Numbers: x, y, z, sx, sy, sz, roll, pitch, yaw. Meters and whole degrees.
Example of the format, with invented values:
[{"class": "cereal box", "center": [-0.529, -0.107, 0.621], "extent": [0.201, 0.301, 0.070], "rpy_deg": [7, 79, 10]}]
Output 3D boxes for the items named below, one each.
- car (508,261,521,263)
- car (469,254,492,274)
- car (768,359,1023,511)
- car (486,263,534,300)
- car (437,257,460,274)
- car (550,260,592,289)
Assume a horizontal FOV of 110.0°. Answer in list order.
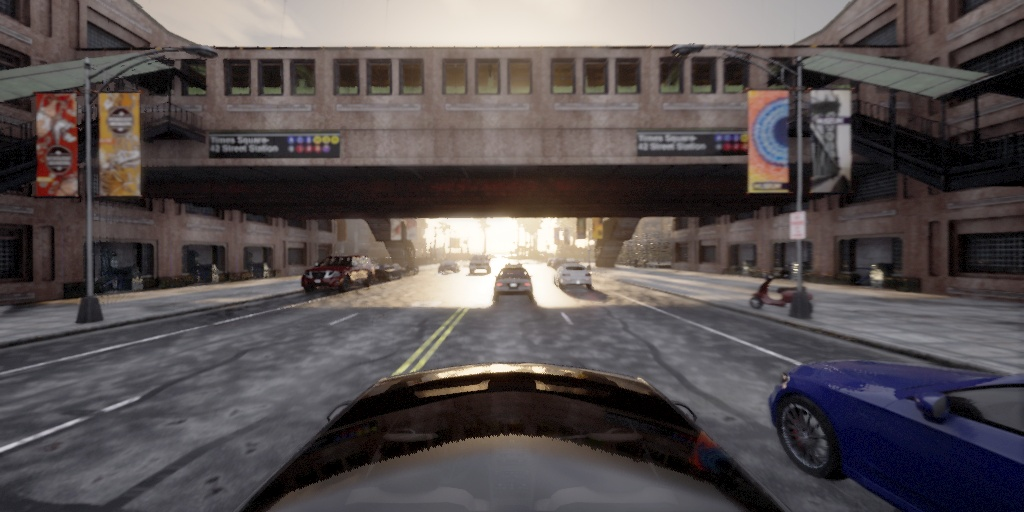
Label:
[{"class": "car", "center": [0.227, 1.168, 35.647], "extent": [1.994, 1.385, 4.181], "rpy_deg": [0, 0, 0]}, {"class": "car", "center": [-3.430, 0.829, 39.541], "extent": [2.150, 2.045, 5.566], "rpy_deg": [0, 0, 0]}, {"class": "car", "center": [3.535, 1.256, 1.707], "extent": [1.812, 1.442, 4.674], "rpy_deg": [0, 0, 0]}, {"class": "car", "center": [0.078, 1.231, 17.324], "extent": [2.033, 1.411, 5.357], "rpy_deg": [0, 0, 0]}, {"class": "car", "center": [-6.928, 1.152, 39.629], "extent": [1.812, 1.442, 4.674], "rpy_deg": [0, 0, 0]}, {"class": "car", "center": [3.608, 1.171, 21.733], "extent": [1.812, 1.442, 4.674], "rpy_deg": [0, 0, 1]}]
